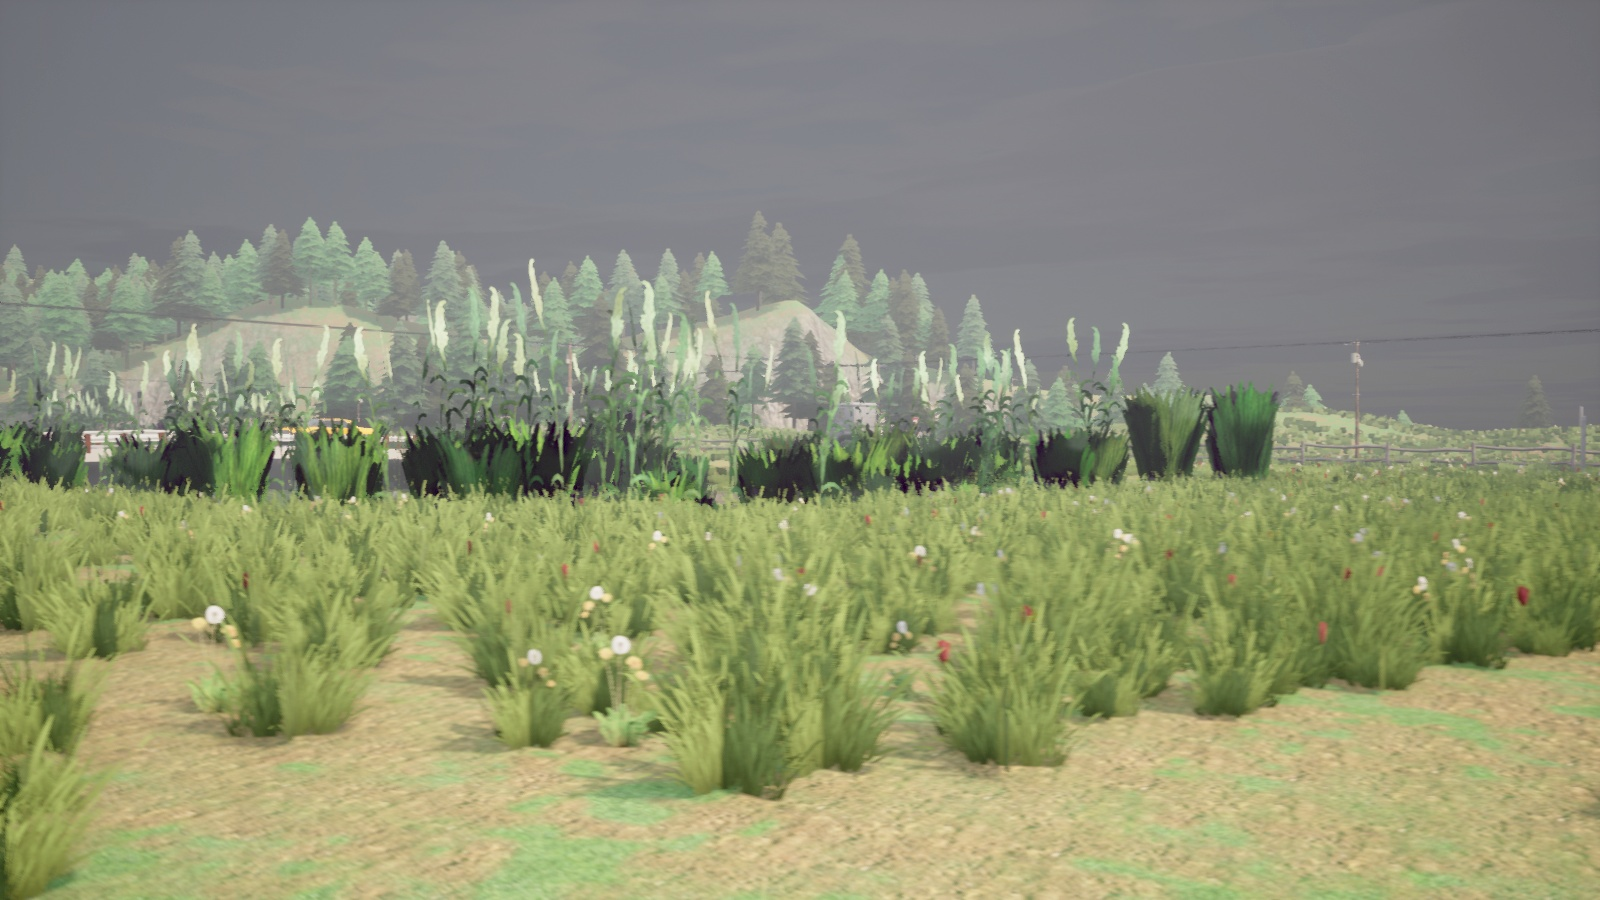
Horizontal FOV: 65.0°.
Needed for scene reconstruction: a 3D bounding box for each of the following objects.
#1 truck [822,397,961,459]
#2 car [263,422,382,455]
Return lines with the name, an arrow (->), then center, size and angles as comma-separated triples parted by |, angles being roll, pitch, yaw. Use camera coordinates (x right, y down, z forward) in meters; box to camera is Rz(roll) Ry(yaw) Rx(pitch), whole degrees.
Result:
truck -> 5.332, -1.263, 73.865 | 7.936, 3.462, 2.891 | 0, 1, 40
car -> -23.963, -0.533, 63.208 | 1.801, 1.575, 5.366 | 0, 0, 42
